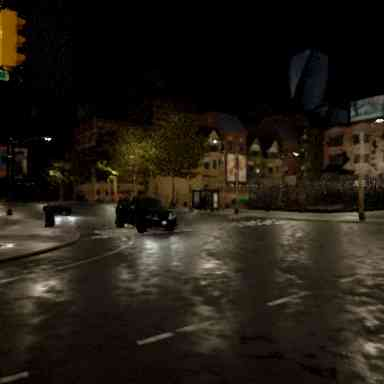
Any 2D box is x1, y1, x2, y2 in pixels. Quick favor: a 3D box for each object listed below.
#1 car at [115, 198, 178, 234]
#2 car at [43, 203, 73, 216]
[{"bbox_3d":[-3.040,1.376,20.902,2.150,2.045,5.566,1,-1,-33],"label":"car"},{"bbox_3d":[-14.497,1.820,35.960,1.895,1.301,4.718,1,-1,-38],"label":"car"}]
